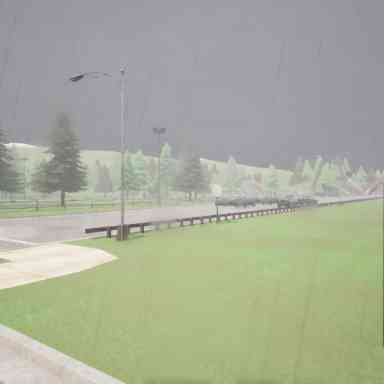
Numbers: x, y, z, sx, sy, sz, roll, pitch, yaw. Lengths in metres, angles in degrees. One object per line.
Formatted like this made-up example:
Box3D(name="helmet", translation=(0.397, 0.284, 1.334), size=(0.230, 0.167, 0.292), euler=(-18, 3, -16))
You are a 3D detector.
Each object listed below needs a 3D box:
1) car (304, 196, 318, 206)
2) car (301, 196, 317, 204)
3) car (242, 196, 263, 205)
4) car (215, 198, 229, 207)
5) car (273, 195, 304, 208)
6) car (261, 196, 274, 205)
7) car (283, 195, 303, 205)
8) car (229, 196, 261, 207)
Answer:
Box3D(name="car", translation=(19.181, 1.505, 54.223), size=(1.837, 1.490, 4.892), euler=(0, 0, 35))
Box3D(name="car", translation=(23.097, 1.526, 65.753), size=(1.812, 1.442, 4.674), euler=(0, 0, 35))
Box3D(name="car", translation=(11.051, 1.478, 60.919), size=(1.882, 1.535, 5.008), euler=(0, 0, 35))
Box3D(name="car", translation=(5.390, 1.564, 52.719), size=(1.994, 1.385, 4.181), euler=(0, 0, 35))
Box3D(name="car", translation=(13.319, 1.505, 45.761), size=(1.837, 1.490, 4.892), euler=(0, 0, 35))
Box3D(name="car", translation=(13.919, 1.492, 58.913), size=(2.128, 1.511, 4.902), euler=(0, 0, 35))
Box3D(name="car", translation=(17.602, 1.352, 57.900), size=(2.097, 1.767, 4.553), euler=(0, 0, 35))
Box3D(name="car", translation=(8.087, 1.491, 50.483), size=(2.128, 1.511, 4.902), euler=(0, 0, 35))
